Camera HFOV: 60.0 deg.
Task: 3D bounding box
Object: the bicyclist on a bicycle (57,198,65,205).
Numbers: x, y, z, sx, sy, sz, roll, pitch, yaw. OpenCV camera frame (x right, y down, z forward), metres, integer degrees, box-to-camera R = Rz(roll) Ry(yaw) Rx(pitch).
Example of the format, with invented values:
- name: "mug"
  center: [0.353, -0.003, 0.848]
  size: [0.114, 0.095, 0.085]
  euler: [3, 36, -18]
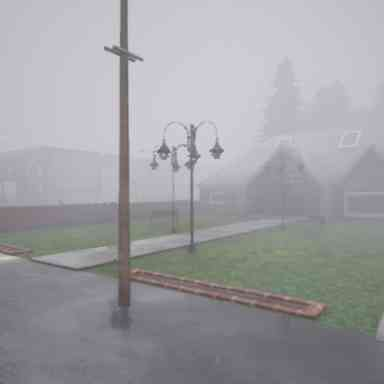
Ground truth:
- name: "bicyclist on a bicycle"
  center: [-11.486, 1.375, 29.029]
  size: [1.656, 1.620, 0.582]
  euler: [0, 0, 35]
